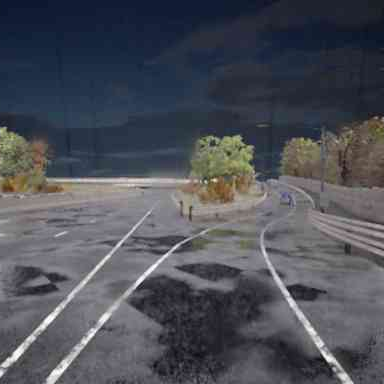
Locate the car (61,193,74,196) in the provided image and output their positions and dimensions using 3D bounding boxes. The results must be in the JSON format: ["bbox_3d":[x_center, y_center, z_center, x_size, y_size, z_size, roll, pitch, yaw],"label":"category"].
[{"bbox_3d":[-26.163,1.012,69.575,2.097,1.767,4.553,0,0,-4],"label":"car"}]

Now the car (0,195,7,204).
[{"bbox_3d":[-32.110,1.204,53.688,1.837,1.490,4.892,0,0,-3],"label":"car"}]

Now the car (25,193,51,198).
[{"bbox_3d":[-25.101,1.220,53.686,1.882,1.535,5.008,0,0,-3],"label":"car"}]

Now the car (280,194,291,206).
[{"bbox_3d":[18.133,1.791,64.384,2.128,1.511,4.902,1,2,17],"label":"car"}]

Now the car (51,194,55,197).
[{"bbox_3d":[-29.611,1.189,68.683,2.128,1.511,4.902,0,0,-4],"label":"car"}]

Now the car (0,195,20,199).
[{"bbox_3d":[-28.515,1.270,52.365,2.033,1.411,5.357,0,0,-3],"label":"car"}]

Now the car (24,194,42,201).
[{"bbox_3d":[-33.181,1.092,69.594,1.837,1.490,4.892,0,0,-4],"label":"car"}]

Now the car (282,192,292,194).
[{"bbox_3d":[20.967,0.909,74.052,2.150,2.045,5.566,1,4,15],"label":"car"}]
